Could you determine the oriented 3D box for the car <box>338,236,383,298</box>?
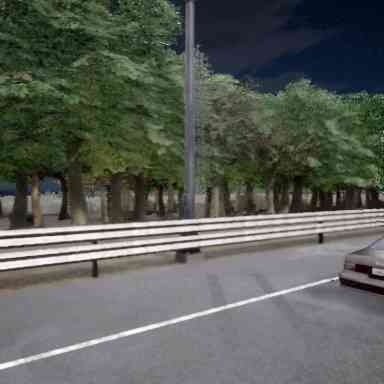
[{"bbox_3d":[5.576,1.549,7.668,5.357,1.411,2.033,0,0,-35],"label":"car"}]
